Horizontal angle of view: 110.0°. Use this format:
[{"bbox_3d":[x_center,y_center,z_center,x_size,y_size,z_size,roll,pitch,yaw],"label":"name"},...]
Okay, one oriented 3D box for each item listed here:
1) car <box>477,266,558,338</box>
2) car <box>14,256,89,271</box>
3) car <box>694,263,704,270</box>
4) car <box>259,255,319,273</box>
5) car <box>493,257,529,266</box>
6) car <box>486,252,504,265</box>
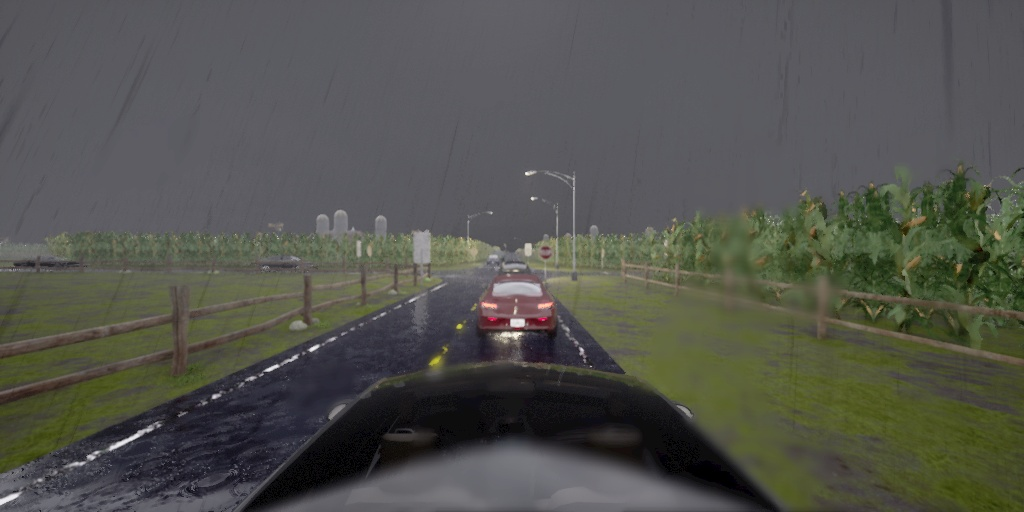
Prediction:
[{"bbox_3d":[0.122,1.162,9.602,1.812,1.442,4.674,0,1,0],"label":"car"},{"bbox_3d":[-41.072,0.672,32.092,4.718,1.301,1.895,0,0,1],"label":"car"},{"bbox_3d":[19.635,0.929,34.237,4.892,1.490,1.837,0,0,1],"label":"car"},{"bbox_3d":[-19.731,0.689,31.796,4.892,1.490,1.837,0,0,1],"label":"car"},{"bbox_3d":[0.148,1.006,18.772,1.837,1.490,4.892,0,1,0],"label":"car"},{"bbox_3d":[-2.677,0.538,52.567,2.033,1.411,5.357,0,1,0],"label":"car"}]
